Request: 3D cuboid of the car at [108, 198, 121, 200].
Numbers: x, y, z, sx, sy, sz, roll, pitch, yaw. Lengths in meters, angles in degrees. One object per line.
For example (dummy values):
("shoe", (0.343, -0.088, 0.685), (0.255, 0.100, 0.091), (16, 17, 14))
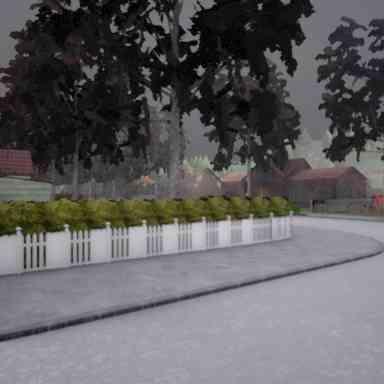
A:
("car", (-11.413, 1.586, 49.564), (1.895, 1.301, 4.718), (0, 0, -35))
